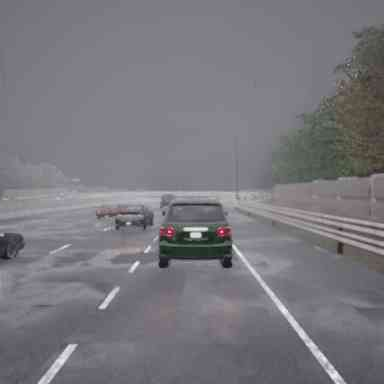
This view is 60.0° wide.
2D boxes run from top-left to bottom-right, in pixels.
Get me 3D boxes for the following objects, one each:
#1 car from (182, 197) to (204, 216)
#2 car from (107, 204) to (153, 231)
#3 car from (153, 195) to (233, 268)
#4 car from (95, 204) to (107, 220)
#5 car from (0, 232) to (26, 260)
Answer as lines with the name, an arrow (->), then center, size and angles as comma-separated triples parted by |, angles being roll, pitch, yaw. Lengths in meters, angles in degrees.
car -> 0.131, 1.428, 33.893 | 2.097, 1.767, 4.553 | 0, 0, 0
car -> -3.497, 1.537, 20.828 | 2.128, 1.511, 4.902 | 0, 0, 0
car -> 0.101, 1.245, 11.540 | 2.150, 2.045, 5.566 | 0, 0, 0
car -> -6.894, 1.667, 29.123 | 1.895, 1.301, 4.718 | 0, 0, 0
car -> -6.899, 1.566, 9.481 | 2.033, 1.411, 5.357 | 0, 0, 0
